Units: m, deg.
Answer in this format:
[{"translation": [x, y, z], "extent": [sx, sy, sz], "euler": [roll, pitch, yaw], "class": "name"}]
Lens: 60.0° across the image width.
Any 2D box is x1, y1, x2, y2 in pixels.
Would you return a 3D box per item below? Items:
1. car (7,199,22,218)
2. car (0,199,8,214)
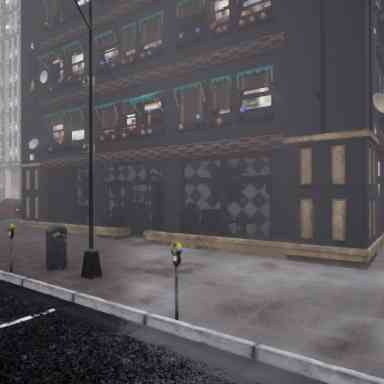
[{"translation": [-11.417, 1.282, 25.736], "extent": [1.947, 1.339, 4.313], "euler": [1, 1, 35], "class": "car"}, {"translation": [-16.179, 1.308, 29.050], "extent": [1.994, 1.385, 4.181], "euler": [0, 1, 35], "class": "car"}]
